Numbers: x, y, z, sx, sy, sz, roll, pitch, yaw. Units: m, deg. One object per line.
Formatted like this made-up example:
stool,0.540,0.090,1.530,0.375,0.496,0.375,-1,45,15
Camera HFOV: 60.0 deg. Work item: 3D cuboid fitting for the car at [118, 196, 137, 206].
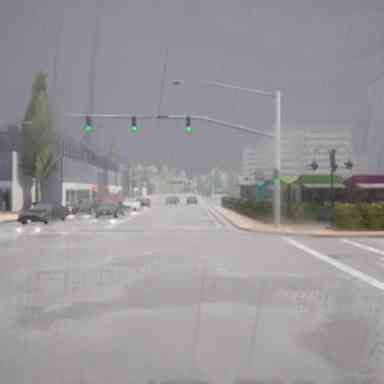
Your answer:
car,-10.535,1.438,54.509,2.033,1.411,5.357,0,0,1

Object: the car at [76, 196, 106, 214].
car,-10.589,1.437,33.826,1.837,1.490,4.892,0,0,0

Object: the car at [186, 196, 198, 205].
car,0.016,1.378,56.231,2.128,1.511,4.902,0,0,0

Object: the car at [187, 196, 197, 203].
car,0.019,1.475,66.537,1.895,1.301,4.718,0,0,0

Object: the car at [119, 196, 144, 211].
car,-7.083,1.448,38.541,1.812,1.442,4.674,0,0,0

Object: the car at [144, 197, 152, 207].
car,-7.068,1.466,48.502,1.994,1.385,4.181,0,0,0

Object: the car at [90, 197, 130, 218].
car,-7.092,1.446,29.356,1.837,1.490,4.892,0,0,0

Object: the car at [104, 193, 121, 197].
car,-10.585,1.133,43.811,2.150,2.045,5.566,0,0,0

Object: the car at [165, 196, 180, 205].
car,-3.484,1.434,56.232,2.033,1.411,5.357,0,0,0

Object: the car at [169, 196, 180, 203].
car,-3.481,1.432,66.506,1.994,1.385,4.181,0,0,0

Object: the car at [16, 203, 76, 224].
car,-10.593,1.499,24.270,2.033,1.411,5.357,0,0,0
